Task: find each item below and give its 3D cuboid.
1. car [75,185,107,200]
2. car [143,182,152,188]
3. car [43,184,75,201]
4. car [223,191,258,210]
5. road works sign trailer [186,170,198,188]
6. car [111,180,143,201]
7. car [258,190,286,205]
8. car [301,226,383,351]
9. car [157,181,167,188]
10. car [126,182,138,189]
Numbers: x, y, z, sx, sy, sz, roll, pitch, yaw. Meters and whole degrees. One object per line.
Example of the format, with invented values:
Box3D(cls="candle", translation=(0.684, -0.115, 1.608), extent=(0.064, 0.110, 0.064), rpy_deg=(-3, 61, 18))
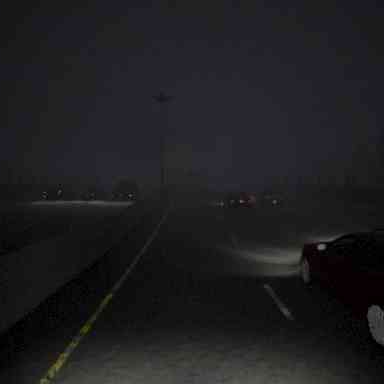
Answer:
Box3D(cls="car", translation=(-10.598, 0.055, 35.981), extent=(1.837, 1.490, 4.892), rpy_deg=(0, 3, 0))
Box3D(cls="car", translation=(-10.505, -1.524, 77.561), extent=(2.033, 1.411, 5.357), rpy_deg=(0, -1, 0))
Box3D(cls="car", translation=(-14.098, -0.074, 35.588), extent=(2.097, 1.767, 4.553), rpy_deg=(0, 3, 0))
Box3D(cls="car", translation=(3.598, 0.609, 26.875), extent=(2.033, 1.411, 5.357), rpy_deg=(0, 3, 0))
Box3D(cls="road works sign trailer", translation=(0.091, -2.567, 67.446), extent=(2.380, 3.560, 2.880), rpy_deg=(0, 1, 3))
Box3D(cls="car", translation=(-7.100, -0.226, 35.901), extent=(2.150, 2.045, 5.566), rpy_deg=(0, 4, 0))
Box3D(cls="car", translation=(7.098, 0.444, 30.760), extent=(1.895, 1.301, 4.718), rpy_deg=(0, 3, 0))
Box3D(cls="car", translation=(3.598, 1.466, 6.184), extent=(1.882, 1.535, 5.008), rpy_deg=(0, 1, 0))
Box3D(cls="car", translation=(-7.005, -1.708, 77.594), extent=(2.097, 1.767, 4.553), rpy_deg=(0, -1, 0))
Box3D(cls="car", translation=(-14.005, -1.563, 77.561), extent=(1.837, 1.490, 4.892), rpy_deg=(0, -1, 0))
